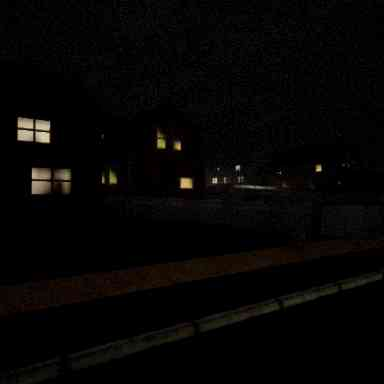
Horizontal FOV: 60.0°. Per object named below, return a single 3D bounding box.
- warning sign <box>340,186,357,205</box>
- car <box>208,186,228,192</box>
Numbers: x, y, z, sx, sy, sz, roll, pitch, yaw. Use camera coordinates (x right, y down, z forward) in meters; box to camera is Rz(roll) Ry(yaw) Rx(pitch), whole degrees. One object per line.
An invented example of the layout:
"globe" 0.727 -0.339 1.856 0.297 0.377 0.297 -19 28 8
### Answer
"warning sign" 16.239 0.316 34.568 1.300 1.860 1.060 -3 1 -34
"car" 3.448 -0.204 49.351 1.812 1.442 4.674 1 2 -34
